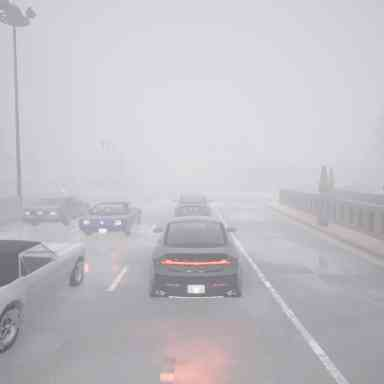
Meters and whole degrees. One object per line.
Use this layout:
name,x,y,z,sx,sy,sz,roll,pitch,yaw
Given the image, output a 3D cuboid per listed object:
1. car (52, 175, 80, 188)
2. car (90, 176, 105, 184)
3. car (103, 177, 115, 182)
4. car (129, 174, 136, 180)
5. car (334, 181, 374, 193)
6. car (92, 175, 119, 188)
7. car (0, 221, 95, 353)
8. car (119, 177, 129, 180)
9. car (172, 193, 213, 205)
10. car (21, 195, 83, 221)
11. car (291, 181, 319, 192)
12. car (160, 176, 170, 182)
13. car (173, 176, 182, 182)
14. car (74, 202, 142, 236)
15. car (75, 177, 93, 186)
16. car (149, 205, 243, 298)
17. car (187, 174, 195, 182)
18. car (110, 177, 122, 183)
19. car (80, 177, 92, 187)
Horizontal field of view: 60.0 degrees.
car,-21.322,-1.754,55.704,2.150,2.045,5.566,0,3,0
car,-21.343,-2.828,75.655,2.097,1.767,4.553,0,3,0
car,-21.390,-3.206,85.686,1.895,1.301,4.718,0,3,0
car,-14.338,-2.653,74.798,1.882,1.535,5.008,0,3,0
car,18.464,-0.476,38.792,5.008,1.535,1.882,0,3,2
car,-14.324,-1.727,55.262,2.150,2.045,5.566,0,3,0
car,-3.421,1.506,5.934,1.895,1.301,4.718,0,2,0
car,-14.322,-2.165,64.652,2.097,1.767,4.553,0,3,0
car,0.035,0.837,17.531,1.837,1.490,4.892,0,3,-1
car,-6.969,0.867,17.693,2.033,1.411,5.357,0,3,0
car,15.021,-0.646,42.401,4.674,1.442,1.812,0,3,2
car,-7.403,-3.434,88.396,1.812,1.442,4.674,0,3,0
car,-3.903,-3.436,88.412,1.812,1.442,4.674,0,3,0
car,-3.457,1.078,15.061,1.895,1.301,4.718,0,3,0
car,-21.298,-2.102,65.691,1.882,1.535,5.008,0,3,0
car,0.070,1.337,8.152,1.837,1.490,4.892,0,2,0
car,-0.409,-3.509,89.694,2.128,1.511,4.902,0,3,0
car,-17.856,-2.805,78.548,1.994,1.385,4.181,0,3,0
car,-17.821,-1.638,59.182,2.033,1.411,5.357,0,3,0
